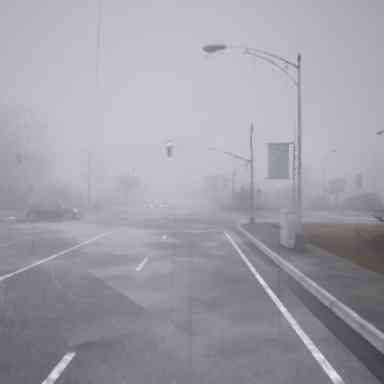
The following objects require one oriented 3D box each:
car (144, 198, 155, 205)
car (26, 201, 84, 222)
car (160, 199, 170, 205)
[{"bbox_3d":[-9.326,2.139,72.978,1.812,1.442,4.674,0,0,1],"label":"car"},{"bbox_3d":[-11.826,1.597,28.990,4.553,1.767,2.097,0,-1,-2],"label":"car"},{"bbox_3d":[-5.825,2.156,73.017,2.033,1.411,5.357,0,0,1],"label":"car"}]
